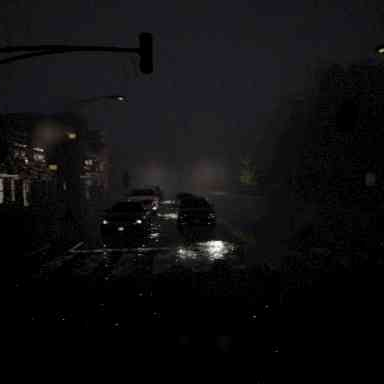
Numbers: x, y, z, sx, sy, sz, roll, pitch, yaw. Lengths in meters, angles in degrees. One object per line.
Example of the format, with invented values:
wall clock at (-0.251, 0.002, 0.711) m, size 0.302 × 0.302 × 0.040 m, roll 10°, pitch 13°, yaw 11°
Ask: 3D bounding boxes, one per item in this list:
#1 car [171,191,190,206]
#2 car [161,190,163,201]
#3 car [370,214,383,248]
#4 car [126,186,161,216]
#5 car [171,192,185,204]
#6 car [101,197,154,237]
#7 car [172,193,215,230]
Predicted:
car at (-1.312, 0.686, 37.332) m, size 1.994 × 1.385 × 4.181 m, roll -1°, pitch 1°, yaw -4°
car at (-4.446, 0.778, 35.544) m, size 1.994 × 1.385 × 4.181 m, roll -1°, pitch 1°, yaw -4°
car at (7.382, 0.990, 9.811) m, size 2.097 × 1.767 × 4.553 m, roll -1°, pitch 1°, yaw -4°
car at (-3.745, 0.660, 25.654) m, size 2.150 × 2.045 × 5.566 m, roll -1°, pitch 1°, yaw -5°
car at (-0.610, 0.849, 27.507) m, size 1.837 × 1.490 × 4.892 m, roll -1°, pitch 1°, yaw -4°
car at (-3.049, 1.183, 15.983) m, size 1.812 × 1.442 × 4.674 m, roll -1°, pitch 1°, yaw -3°
car at (0.077, 1.036, 18.027) m, size 1.882 × 1.535 × 5.008 m, roll -1°, pitch 1°, yaw -4°
